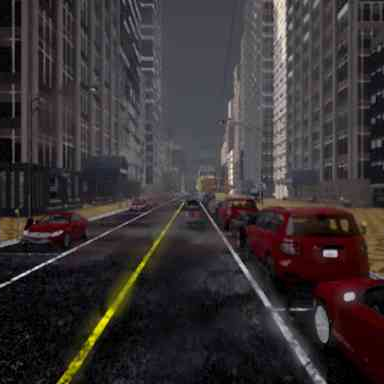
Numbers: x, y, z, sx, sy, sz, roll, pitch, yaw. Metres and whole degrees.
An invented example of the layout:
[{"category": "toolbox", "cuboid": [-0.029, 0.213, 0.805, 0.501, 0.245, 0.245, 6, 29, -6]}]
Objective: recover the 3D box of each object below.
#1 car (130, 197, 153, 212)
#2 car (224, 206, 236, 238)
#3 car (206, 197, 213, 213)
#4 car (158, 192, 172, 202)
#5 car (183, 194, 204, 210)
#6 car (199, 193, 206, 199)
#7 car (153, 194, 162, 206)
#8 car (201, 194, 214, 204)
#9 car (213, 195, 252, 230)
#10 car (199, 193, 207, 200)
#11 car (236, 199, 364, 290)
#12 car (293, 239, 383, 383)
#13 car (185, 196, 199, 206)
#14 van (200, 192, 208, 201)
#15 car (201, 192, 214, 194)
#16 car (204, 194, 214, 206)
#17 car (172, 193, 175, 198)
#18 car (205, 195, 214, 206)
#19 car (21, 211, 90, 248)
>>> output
[{"category": "car", "cuboid": [-5.695, 1.408, 36.564, 1.802, 1.307, 4.206, 0, 0, 0]}, {"category": "car", "cuboid": [2.691, 1.497, 14.409, 1.947, 1.339, 4.313, 0, 0, 0]}, {"category": "car", "cuboid": [2.687, 1.403, 31.027, 2.008, 1.369, 4.403, 0, 0, 0]}, {"category": "car", "cuboid": [-5.700, 1.007, 64.258, 2.192, 1.841, 5.009, 0, 0, 0]}, {"category": "car", "cuboid": [-0.009, 1.304, 39.330, 2.128, 1.511, 4.902, 0, 0, 0]}, {"category": "car", "cuboid": [2.674, 1.109, 86.589, 1.752, 1.417, 4.829, 0, 0, 0]}, {"category": "car", "cuboid": [-5.697, 1.355, 47.642, 1.802, 1.307, 4.206, 0, 0, 0]}, {"category": "car", "cuboid": [2.681, 1.159, 58.722, 1.967, 1.590, 4.097, 0, 0, 0]}, {"category": "car", "cuboid": [2.691, 1.220, 19.947, 2.192, 1.841, 5.009, 0, 0, 0]}, {"category": "car", "cuboid": [2.675, 1.051, 80.879, 1.967, 1.590, 4.097, 0, 0, 0]}, {"category": "car", "cuboid": [2.693, 1.273, 8.869, 2.192, 1.841, 5.009, 0, 0, 0]}, {"category": "car", "cuboid": [2.693, 1.529, 3.330, 1.887, 1.381, 4.507, 0, 0, 0]}, {"category": "car", "cuboid": [-0.006, 1.325, 50.094, 1.994, 1.385, 4.181, 0, 0, 0]}, {"category": "van", "cuboid": [2.677, 0.979, 75.339, 1.690, 1.788, 3.998, 0, 0, 0]}, {"category": "car", "cuboid": [2.683, 1.061, 53.182, 2.192, 1.841, 5.009, 0, 0, 0]}, {"category": "car", "cuboid": [2.683, 1.339, 47.644, 1.947, 1.339, 4.313, 0, 0, 0]}, {"category": "car", "cuboid": [-5.705, 1.156, 80.878, 1.887, 1.381, 4.507, 0, 0, 0]}, {"category": "car", "cuboid": [2.686, 1.350, 36.736, 1.752, 1.417, 4.829, 0, 0, 0]}, {"category": "car", "cuboid": [-5.690, 1.513, 14.407, 1.802, 1.307, 4.206, 0, 0, 0]}]
